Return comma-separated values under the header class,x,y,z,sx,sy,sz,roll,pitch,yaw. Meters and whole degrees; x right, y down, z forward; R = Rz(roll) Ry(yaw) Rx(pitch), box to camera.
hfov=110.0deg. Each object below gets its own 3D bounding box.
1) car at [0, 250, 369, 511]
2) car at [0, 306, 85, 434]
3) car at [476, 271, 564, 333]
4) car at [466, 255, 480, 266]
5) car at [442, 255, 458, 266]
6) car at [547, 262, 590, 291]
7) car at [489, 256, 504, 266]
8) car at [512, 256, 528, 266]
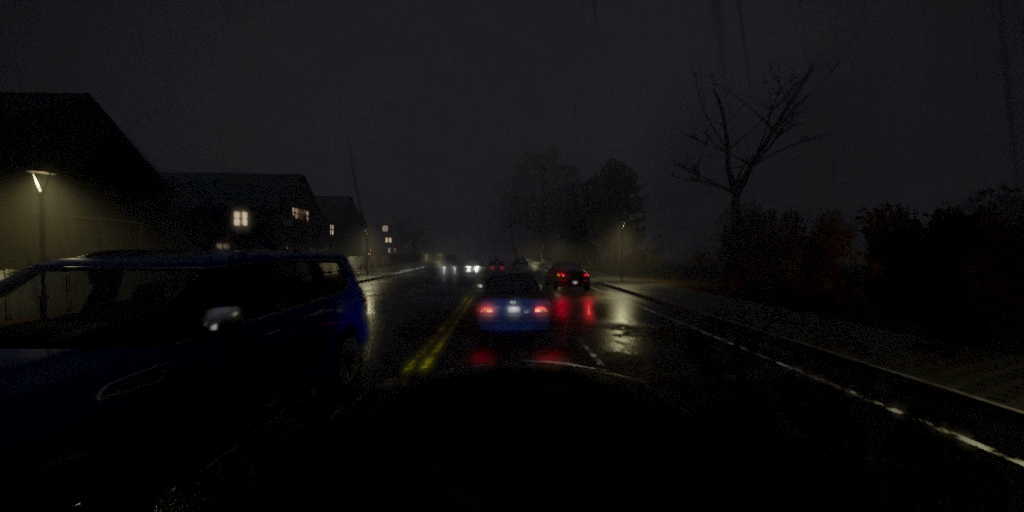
class,x,y,z,sx,sy,sz,roll,pitch,yaw
car,-3.380,0.948,3.626,2.150,2.045,5.566,0,1,0
car,-6.623,1.342,2.405,1.895,1.301,4.718,0,1,0
car,-0.017,1.194,10.348,2.033,1.411,5.357,0,1,-1
car,-5.580,0.607,52.162,2.128,1.511,4.902,0,1,-3
car,-8.807,0.625,51.663,1.837,1.490,4.892,0,0,-3
car,2.953,1.061,19.524,1.812,1.442,4.674,0,1,-2
car,-2.188,0.650,51.717,1.812,1.442,4.674,0,1,-3
car,1.107,0.699,51.138,1.994,1.385,4.181,0,1,-4
